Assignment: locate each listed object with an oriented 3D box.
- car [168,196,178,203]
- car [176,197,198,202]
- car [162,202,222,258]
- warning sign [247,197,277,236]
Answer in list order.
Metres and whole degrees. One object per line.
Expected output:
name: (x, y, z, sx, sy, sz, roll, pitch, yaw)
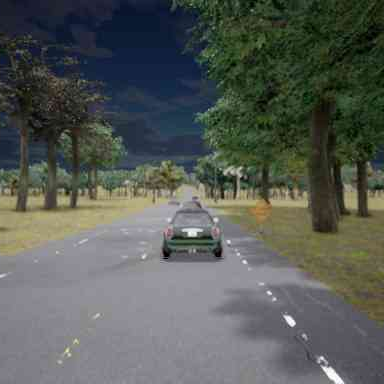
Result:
car: (-3.491, 1.764, 64.602, 2.097, 1.767, 4.553, 0, 0, 1)
car: (0.034, 1.569, 28.400, 2.097, 1.767, 4.553, 0, -1, 0)
car: (0.025, 1.458, 13.393, 2.097, 1.767, 4.553, 0, -1, 0)
warning sign: (3.588, 1.252, 17.188, 1.300, 1.860, 1.060, 2, 1, 0)
